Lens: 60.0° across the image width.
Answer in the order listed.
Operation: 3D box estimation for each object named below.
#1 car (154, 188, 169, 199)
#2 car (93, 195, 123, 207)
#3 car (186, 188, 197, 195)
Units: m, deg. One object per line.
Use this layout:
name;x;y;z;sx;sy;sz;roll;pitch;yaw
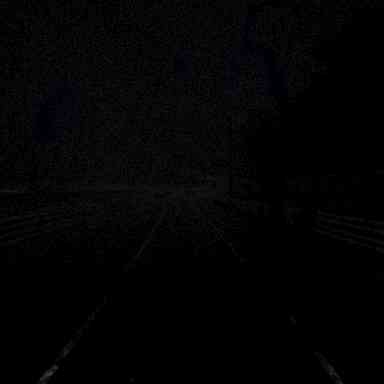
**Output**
car;-5.838;0.485;64.164;1.812;1.442;4.674;1;1;13
car;-10.776;1.083;42.669;2.033;1.411;5.357;1;2;13
car;-0.017;-0.180;89.506;2.097;1.767;4.553;1;1;13
